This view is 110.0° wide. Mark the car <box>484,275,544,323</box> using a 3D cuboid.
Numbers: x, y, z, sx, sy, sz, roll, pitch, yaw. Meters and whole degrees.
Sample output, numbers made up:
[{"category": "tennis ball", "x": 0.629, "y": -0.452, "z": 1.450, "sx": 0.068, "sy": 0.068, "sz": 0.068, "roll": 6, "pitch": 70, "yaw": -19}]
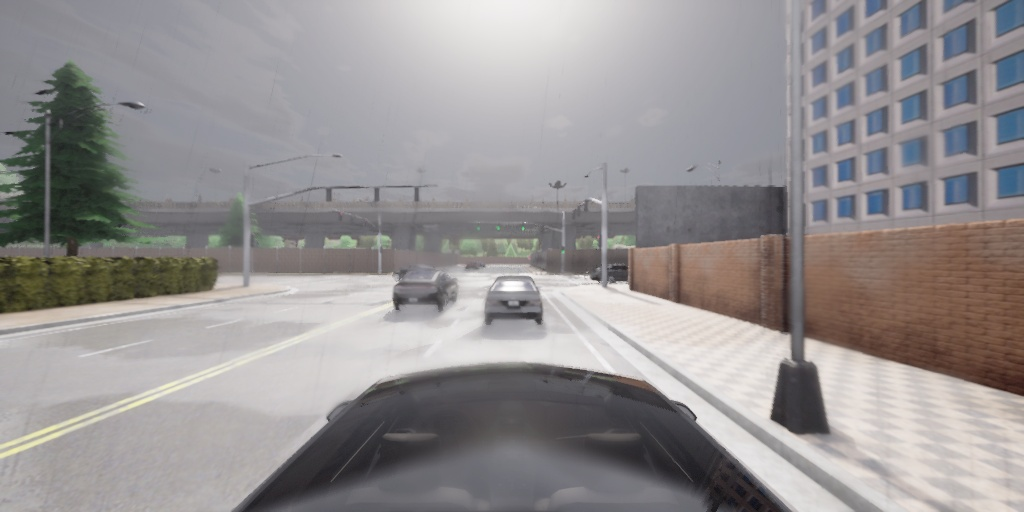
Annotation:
[{"category": "car", "x": 0.073, "y": 1.373, "z": 12.354, "sx": 2.033, "sy": 1.411, "sz": 5.357, "roll": 0, "pitch": 0, "yaw": 0}]

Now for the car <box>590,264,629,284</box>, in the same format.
[{"category": "car", "x": 8.432, "y": 1.379, "z": 27.234, "sx": 4.892, "sy": 1.490, "sz": 1.837, "roll": 0, "pitch": -2, "yaw": -6}]

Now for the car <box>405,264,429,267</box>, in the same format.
[{"category": "car", "x": -8.363, "y": 1.438, "z": 30.993, "sx": 4.892, "sy": 1.490, "sz": 1.837, "roll": 0, "pitch": -2, "yaw": 43}]

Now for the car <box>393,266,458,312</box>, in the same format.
[{"category": "car", "x": -3.414, "y": 1.335, "z": 14.877, "sx": 2.128, "sy": 1.511, "sz": 4.902, "roll": 0, "pitch": 0, "yaw": 0}]

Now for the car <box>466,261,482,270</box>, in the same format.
[{"category": "car", "x": -6.990, "y": 1.664, "z": 63.138, "sx": 1.882, "sy": 1.535, "sz": 5.008, "roll": 0, "pitch": 0, "yaw": 1}]
